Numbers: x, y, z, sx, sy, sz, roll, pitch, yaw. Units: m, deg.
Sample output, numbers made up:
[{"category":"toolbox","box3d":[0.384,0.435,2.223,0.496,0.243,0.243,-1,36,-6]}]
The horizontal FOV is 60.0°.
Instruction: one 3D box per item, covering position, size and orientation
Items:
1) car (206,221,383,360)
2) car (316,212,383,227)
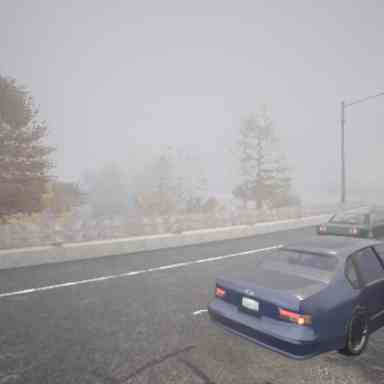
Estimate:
[{"category":"car","box3d":[2.734,1.532,6.027,5.357,1.411,2.033,0,0,-39]},{"category":"car","box3d":[7.501,1.555,14.935,4.718,1.301,1.895,0,0,-44]}]
